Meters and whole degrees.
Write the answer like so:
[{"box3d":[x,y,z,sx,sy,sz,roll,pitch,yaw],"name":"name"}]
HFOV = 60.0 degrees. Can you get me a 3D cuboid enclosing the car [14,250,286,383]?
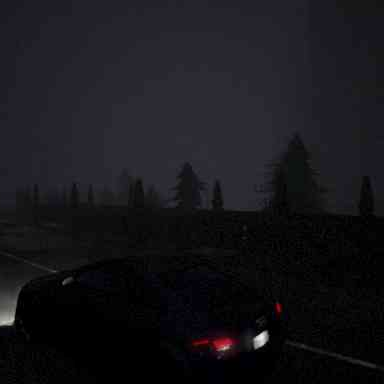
[{"box3d":[-0.817,1.576,4.865,4.181,1.385,1.994,0,0,38],"name":"car"}]
